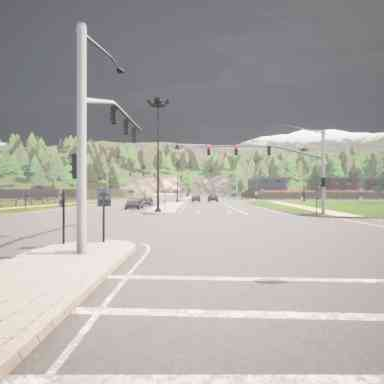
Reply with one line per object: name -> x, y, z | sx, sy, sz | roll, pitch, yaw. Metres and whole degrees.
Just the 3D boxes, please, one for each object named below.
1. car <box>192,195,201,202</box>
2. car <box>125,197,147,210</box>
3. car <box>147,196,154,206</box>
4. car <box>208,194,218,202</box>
car -> 0.866, 1.357, 69.850 | 2.128, 1.511, 4.902 | 0, 0, 1
car -> -7.577, 1.525, 44.005 | 1.812, 1.442, 4.674 | 0, 0, 0
car -> -7.430, 1.491, 54.373 | 2.128, 1.511, 4.902 | 0, 0, 1
car -> 4.366, 1.188, 69.775 | 2.097, 1.767, 4.553 | 0, 0, 1
